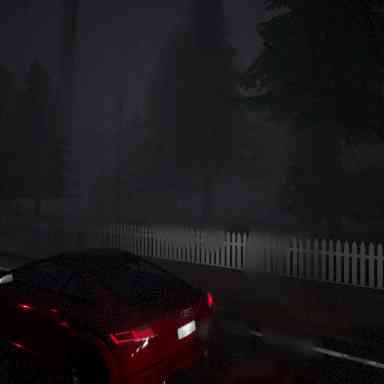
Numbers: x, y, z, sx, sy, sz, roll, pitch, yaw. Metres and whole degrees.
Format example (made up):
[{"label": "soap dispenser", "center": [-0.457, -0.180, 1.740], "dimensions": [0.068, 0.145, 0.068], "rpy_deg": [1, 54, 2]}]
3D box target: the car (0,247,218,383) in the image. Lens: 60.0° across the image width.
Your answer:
[{"label": "car", "center": [-1.709, 1.564, 4.996], "dimensions": [4.181, 1.385, 1.994], "rpy_deg": [0, 0, 35]}]
